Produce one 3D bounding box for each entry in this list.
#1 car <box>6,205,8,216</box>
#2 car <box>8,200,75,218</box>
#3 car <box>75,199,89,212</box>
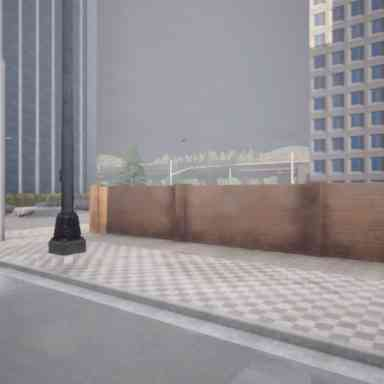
[{"bbox_3d":[-18.241,1.534,29.267,2.033,1.411,5.357,0,0,32],"label":"car"},{"bbox_3d":[-13.438,1.588,29.961,1.895,1.301,4.718,0,0,35],"label":"car"},{"bbox_3d":[-12.432,1.533,37.497,2.033,1.411,5.357,0,0,35],"label":"car"}]
